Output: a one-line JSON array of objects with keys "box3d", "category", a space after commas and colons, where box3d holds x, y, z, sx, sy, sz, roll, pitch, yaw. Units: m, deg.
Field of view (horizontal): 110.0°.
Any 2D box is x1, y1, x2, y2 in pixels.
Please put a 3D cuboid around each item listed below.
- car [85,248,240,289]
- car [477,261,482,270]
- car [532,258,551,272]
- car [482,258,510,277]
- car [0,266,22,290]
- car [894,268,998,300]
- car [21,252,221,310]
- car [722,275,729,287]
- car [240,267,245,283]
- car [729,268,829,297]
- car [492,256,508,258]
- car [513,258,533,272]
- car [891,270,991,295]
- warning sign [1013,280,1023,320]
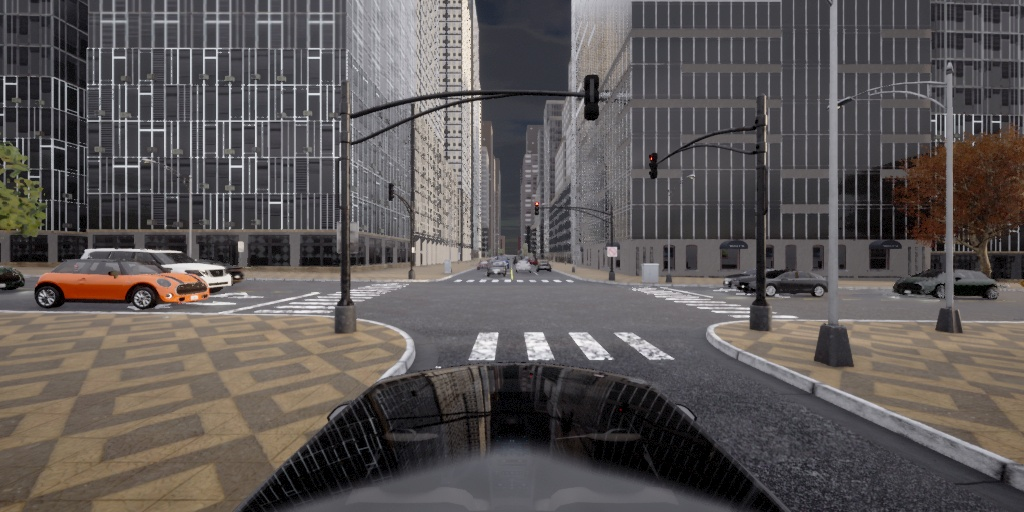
[{"box3d": [-15.926, 0.704, 16.031, 5.566, 2.045, 2.150, 1, 0, -3], "category": "car"}, {"box3d": [-3.993, 1.343, 50.853, 1.802, 1.307, 4.207, 0, 0, 0], "category": "car"}, {"box3d": [3.957, 1.329, 45.354, 1.948, 1.339, 4.313, 0, 0, 0], "category": "car"}, {"box3d": [-1.471, 1.259, 35.777, 2.128, 1.511, 4.902, 0, 0, 0], "category": "car"}, {"box3d": [-24.620, 0.675, 15.638, 4.553, 1.767, 2.097, 1, 0, -2], "category": "car"}, {"box3d": [25.747, 1.591, 21.387, 4.553, 1.767, 2.097, 1, 0, -3], "category": "car"}, {"box3d": [-13.725, 0.876, 12.877, 4.553, 1.767, 2.097, 1, 0, -3], "category": "car"}, {"box3d": [16.900, 1.569, 24.239, 4.902, 1.511, 2.128, 1, 0, -3], "category": "car"}, {"box3d": [-17.419, 0.931, 19.416, 5.008, 1.535, 1.882, 1, 0, -3], "category": "car"}, {"box3d": [15.811, 1.564, 20.946, 4.892, 1.490, 1.837, 1, 0, -4], "category": "car"}, {"box3d": [-1.544, 0.977, 56.617, 2.150, 2.045, 5.566, 0, 0, -1], "category": "car"}, {"box3d": [1.413, 1.289, 45.554, 1.812, 1.442, 4.674, 0, 0, 0], "category": "car"}, {"box3d": [29.578, 1.810, 24.816, 4.892, 1.490, 1.837, 1, 0, -3], "category": "car"}, {"box3d": [17.281, 1.204, 11.543, 1.060, 1.860, 1.300, 0, 0, -3], "category": "warning sign"}]
